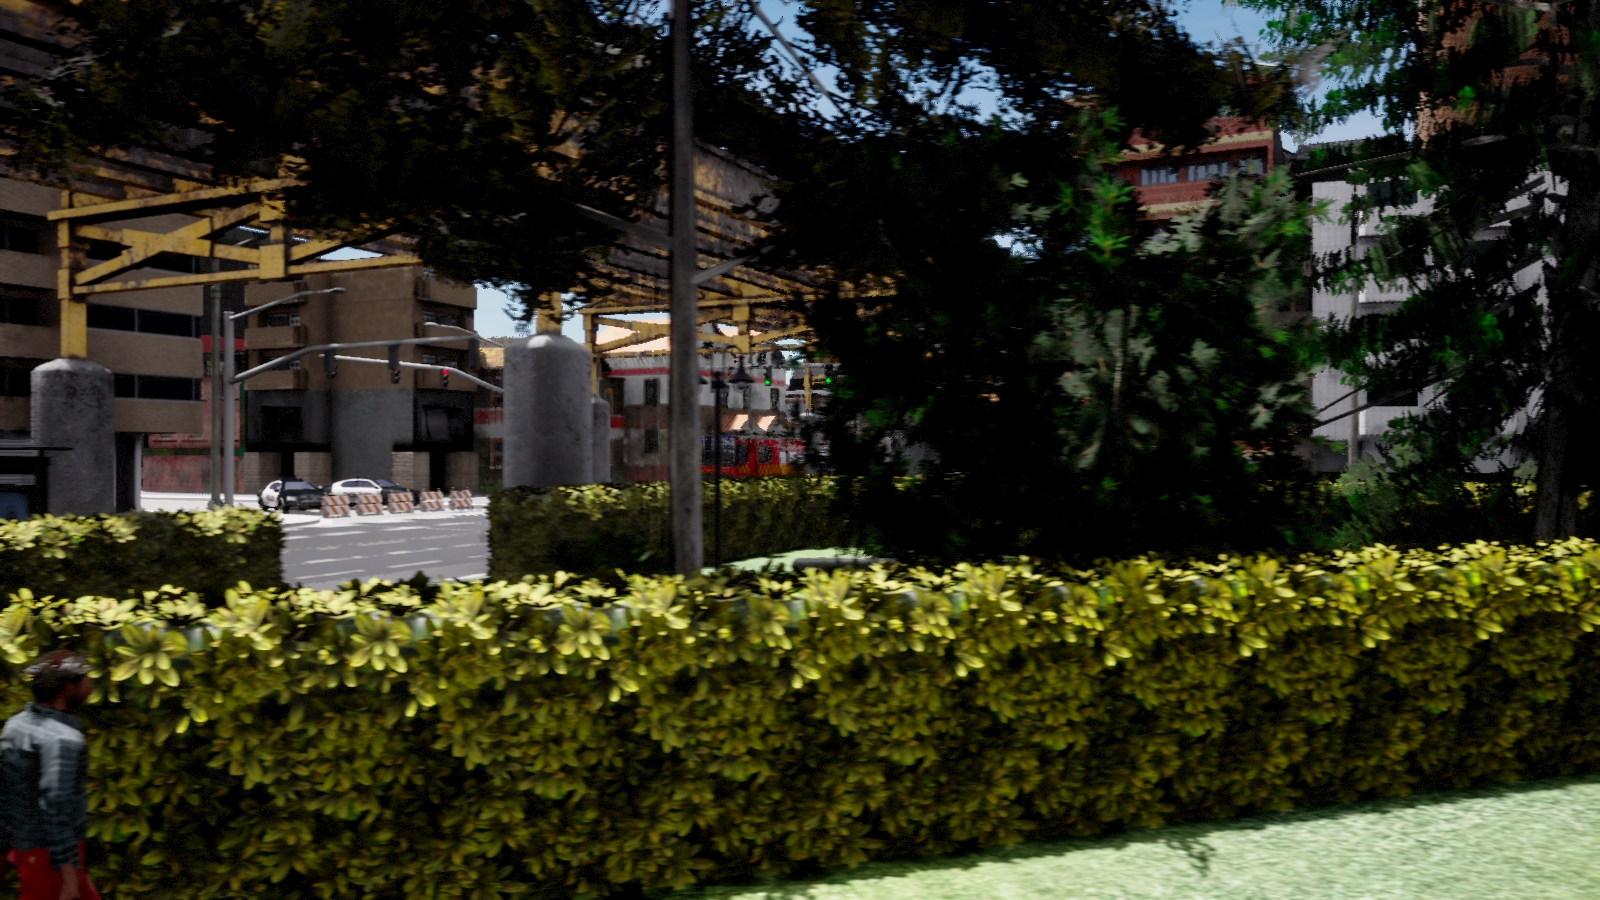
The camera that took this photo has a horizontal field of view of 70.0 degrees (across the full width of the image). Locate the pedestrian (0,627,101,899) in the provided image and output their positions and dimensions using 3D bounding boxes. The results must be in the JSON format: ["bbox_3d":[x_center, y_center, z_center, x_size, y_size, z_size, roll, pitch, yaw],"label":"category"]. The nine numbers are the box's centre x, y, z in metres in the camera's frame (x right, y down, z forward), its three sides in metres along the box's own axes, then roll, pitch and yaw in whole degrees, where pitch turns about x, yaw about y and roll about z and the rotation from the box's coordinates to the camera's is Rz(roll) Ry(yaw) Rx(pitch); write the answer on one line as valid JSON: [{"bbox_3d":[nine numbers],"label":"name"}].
[{"bbox_3d":[-3.156,1.701,4.704,0.375,1.860,0.375,0,0,40],"label":"pedestrian"}]
